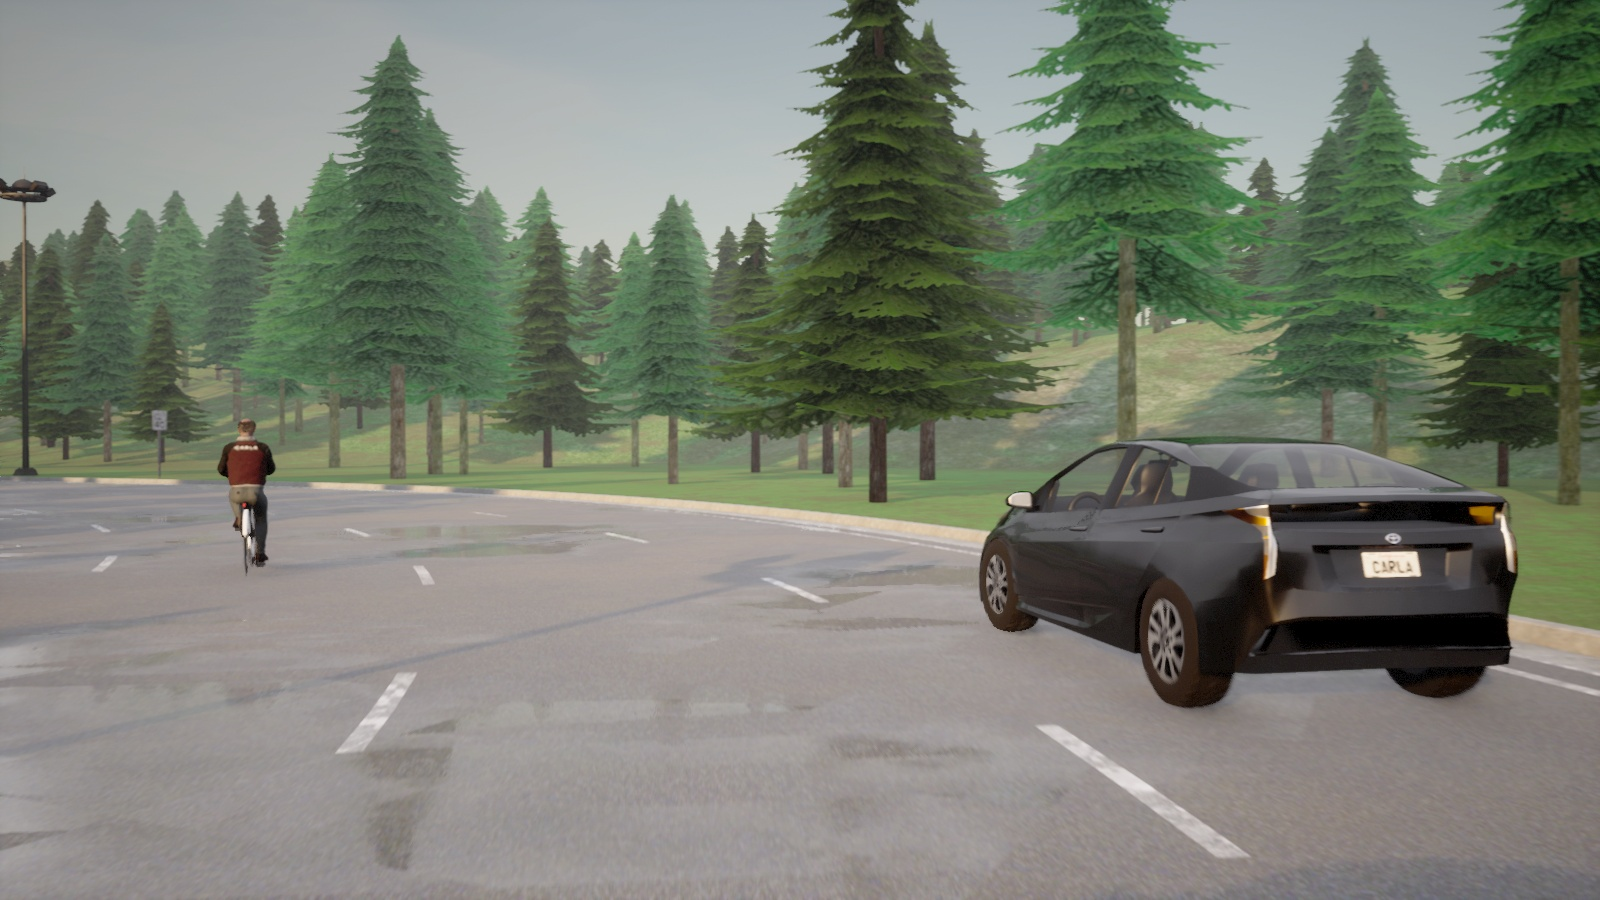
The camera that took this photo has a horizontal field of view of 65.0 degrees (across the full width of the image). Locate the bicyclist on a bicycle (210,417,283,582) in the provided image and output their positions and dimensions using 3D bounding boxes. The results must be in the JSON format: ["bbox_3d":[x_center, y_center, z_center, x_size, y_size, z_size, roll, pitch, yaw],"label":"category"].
[{"bbox_3d":[-6.371,0.519,14.522,0.659,1.776,1.843,-1,1,-21],"label":"bicyclist on a bicycle"}]

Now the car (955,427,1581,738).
[{"bbox_3d":[2.672,0.635,8.551,2.007,1.525,4.514,0,0,-9],"label":"car"}]
